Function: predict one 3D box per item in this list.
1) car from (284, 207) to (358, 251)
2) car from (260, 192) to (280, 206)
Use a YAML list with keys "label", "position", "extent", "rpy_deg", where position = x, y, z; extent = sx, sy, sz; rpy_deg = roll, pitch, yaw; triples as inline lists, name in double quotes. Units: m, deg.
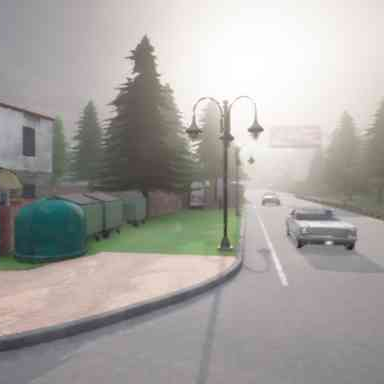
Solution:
- label: "car"
  position: [4.702, 1.268, 12.728]
  extent: [1.895, 1.301, 4.718]
  rpy_deg: [0, 1, 10]
- label: "car"
  position: [8.710, 0.722, 37.072]
  extent: [1.812, 1.442, 4.674]
  rpy_deg: [0, 1, 9]
